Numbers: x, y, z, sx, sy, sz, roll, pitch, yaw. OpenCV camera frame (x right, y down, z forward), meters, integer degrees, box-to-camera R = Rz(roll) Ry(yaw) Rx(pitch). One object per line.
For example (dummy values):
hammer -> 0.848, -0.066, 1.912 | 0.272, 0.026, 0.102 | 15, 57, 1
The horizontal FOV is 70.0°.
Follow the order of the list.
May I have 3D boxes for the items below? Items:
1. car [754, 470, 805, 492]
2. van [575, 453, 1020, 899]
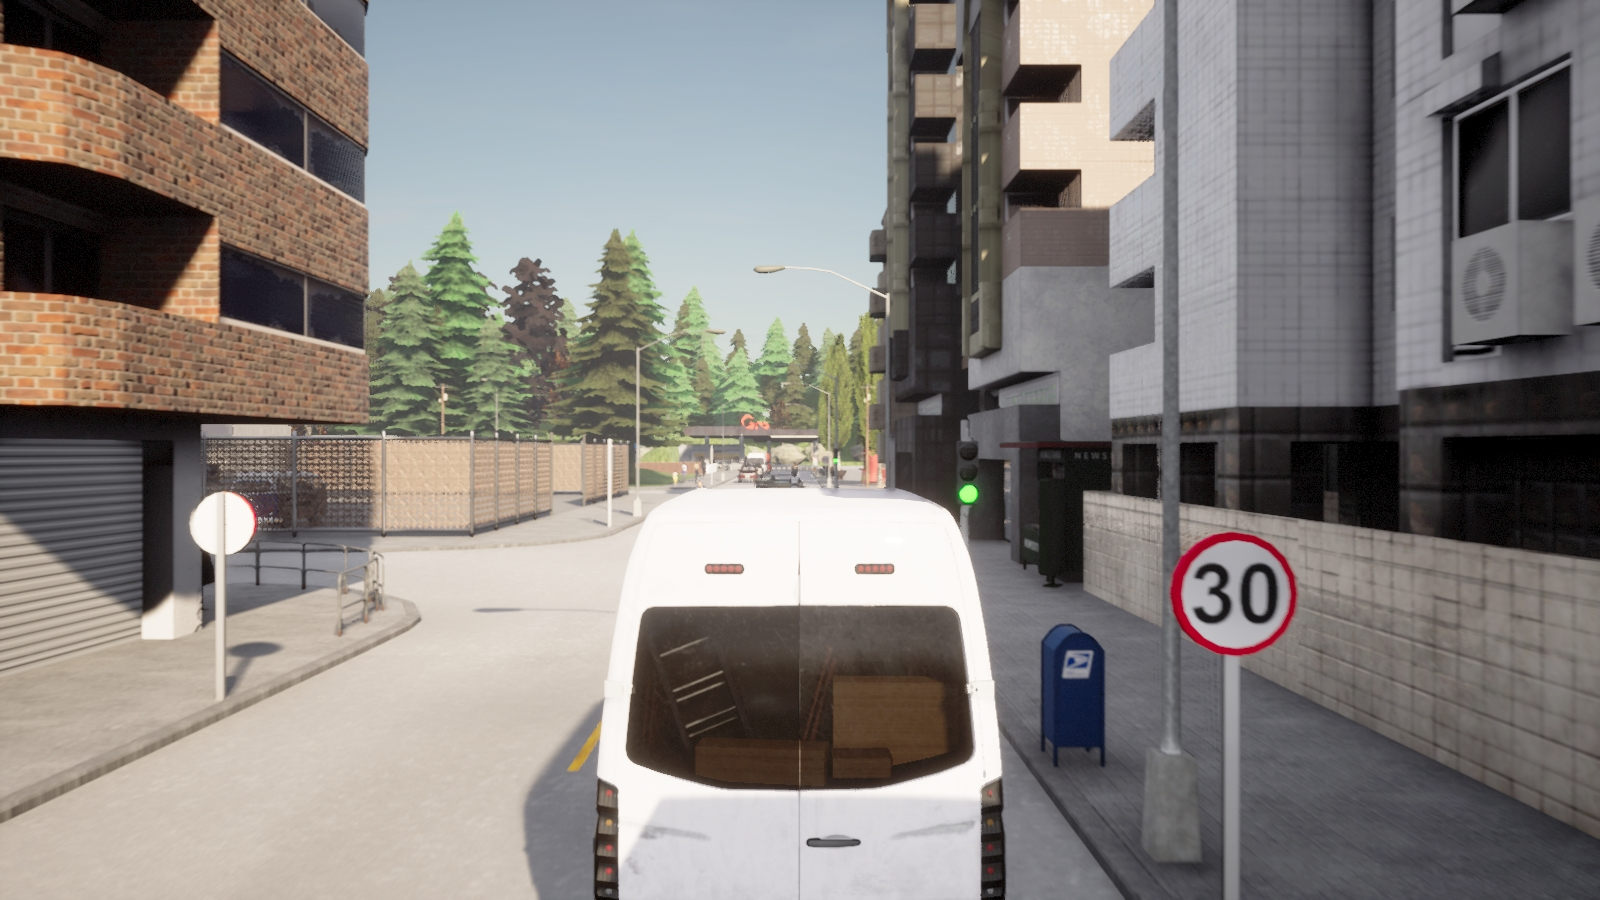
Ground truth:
car -> -1.383, 1.968, 73.111 | 1.895, 1.301, 4.718 | 0, 0, -19
van -> -0.024, 1.320, 8.067 | 1.988, 2.561, 5.915 | 0, 0, 0
